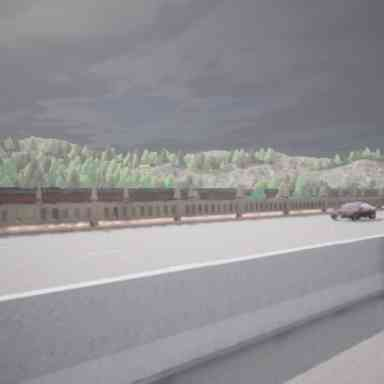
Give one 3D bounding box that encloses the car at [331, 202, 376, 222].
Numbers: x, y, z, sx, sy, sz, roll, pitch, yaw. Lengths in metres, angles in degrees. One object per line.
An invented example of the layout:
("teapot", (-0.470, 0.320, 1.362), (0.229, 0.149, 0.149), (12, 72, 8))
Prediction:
("car", (12.983, 1.526, 26.579), (4.674, 1.442, 1.812), (0, 0, -37))
